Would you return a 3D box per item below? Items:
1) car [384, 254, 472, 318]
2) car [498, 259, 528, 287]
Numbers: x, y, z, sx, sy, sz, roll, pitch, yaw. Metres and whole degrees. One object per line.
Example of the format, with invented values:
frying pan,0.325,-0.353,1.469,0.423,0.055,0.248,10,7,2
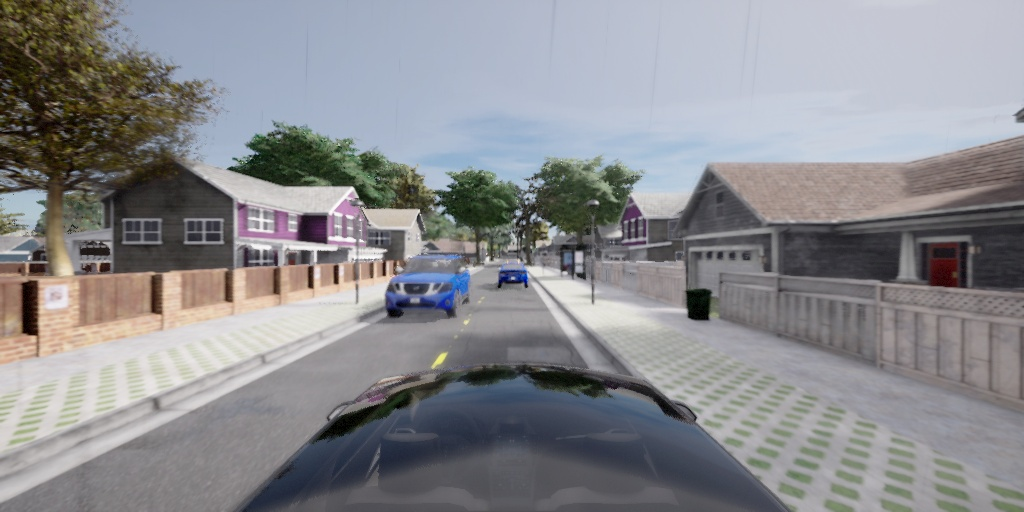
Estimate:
car,-2.801,0.953,13.234,2.150,2.045,5.566,0,0,1
car,0.075,1.188,24.109,1.882,1.535,5.008,0,0,0
